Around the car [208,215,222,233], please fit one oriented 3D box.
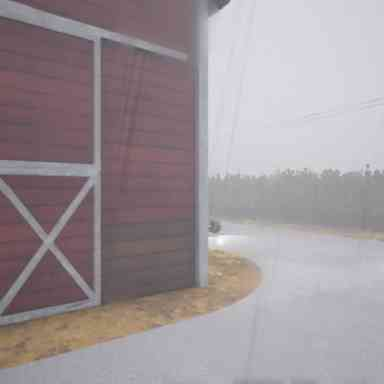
[{"bbox_3d":[-0.189,1.564,18.659,1.994,1.385,4.181,0,0,-32],"label":"car"}]
